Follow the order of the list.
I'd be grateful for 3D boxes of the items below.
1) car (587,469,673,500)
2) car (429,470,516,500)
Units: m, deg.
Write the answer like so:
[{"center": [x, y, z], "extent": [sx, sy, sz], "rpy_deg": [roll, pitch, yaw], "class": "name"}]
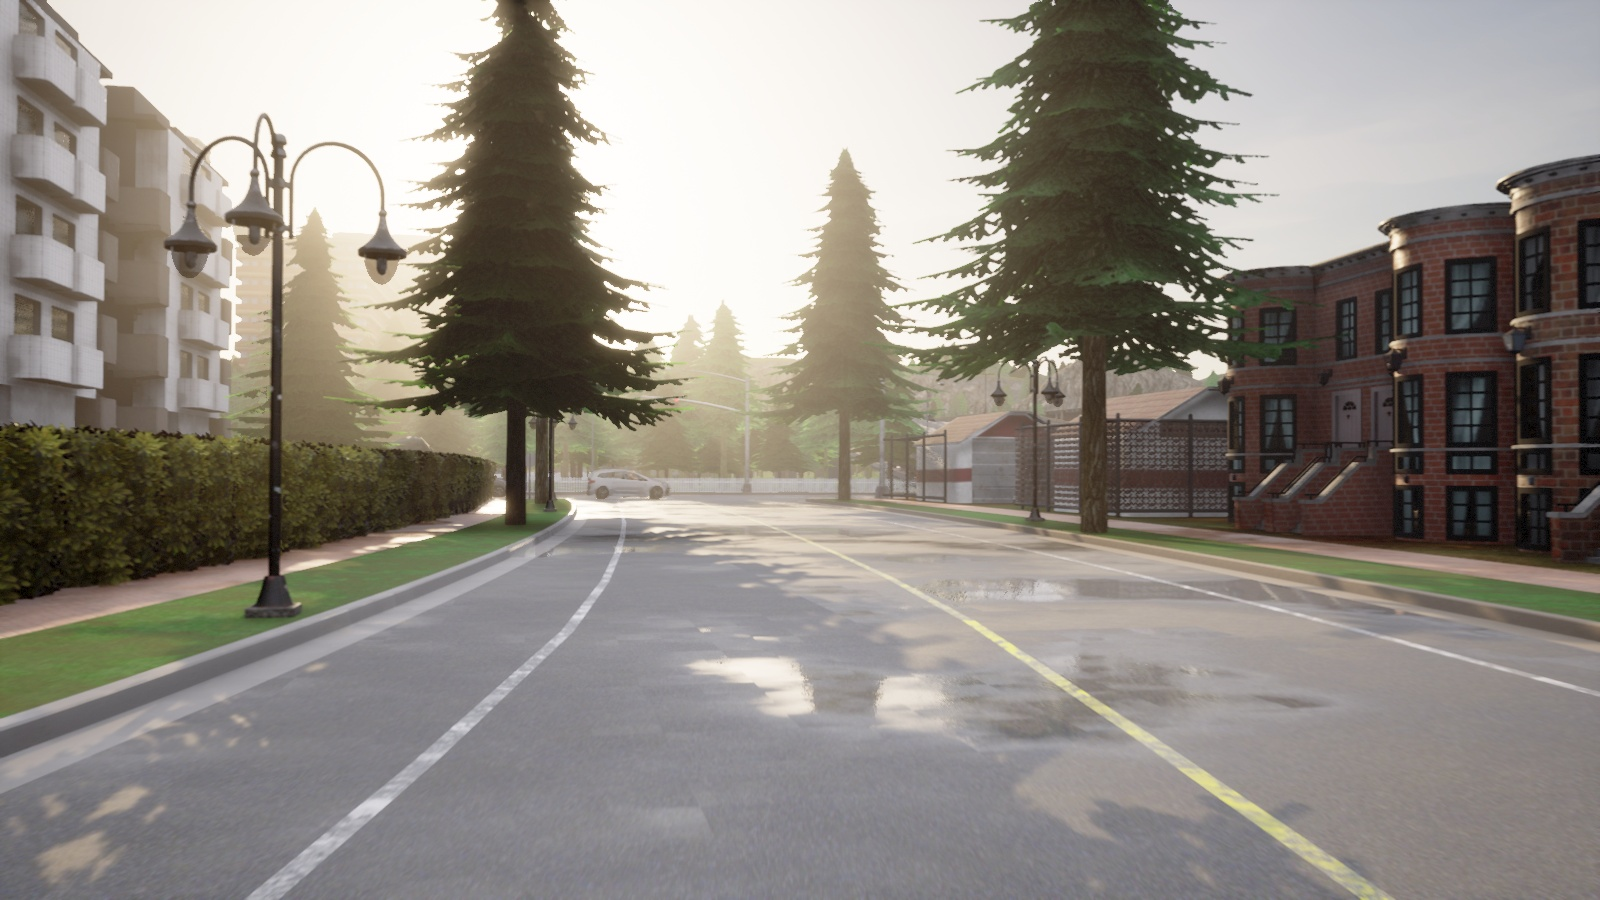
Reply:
[{"center": [-9.458, 1.902, 69.570], "extent": [4.611, 1.667, 2.242], "rpy_deg": [0, -1, -10], "class": "car"}, {"center": [-18.574, 1.969, 71.445], "extent": [4.611, 1.667, 2.242], "rpy_deg": [0, -1, -10], "class": "car"}]
